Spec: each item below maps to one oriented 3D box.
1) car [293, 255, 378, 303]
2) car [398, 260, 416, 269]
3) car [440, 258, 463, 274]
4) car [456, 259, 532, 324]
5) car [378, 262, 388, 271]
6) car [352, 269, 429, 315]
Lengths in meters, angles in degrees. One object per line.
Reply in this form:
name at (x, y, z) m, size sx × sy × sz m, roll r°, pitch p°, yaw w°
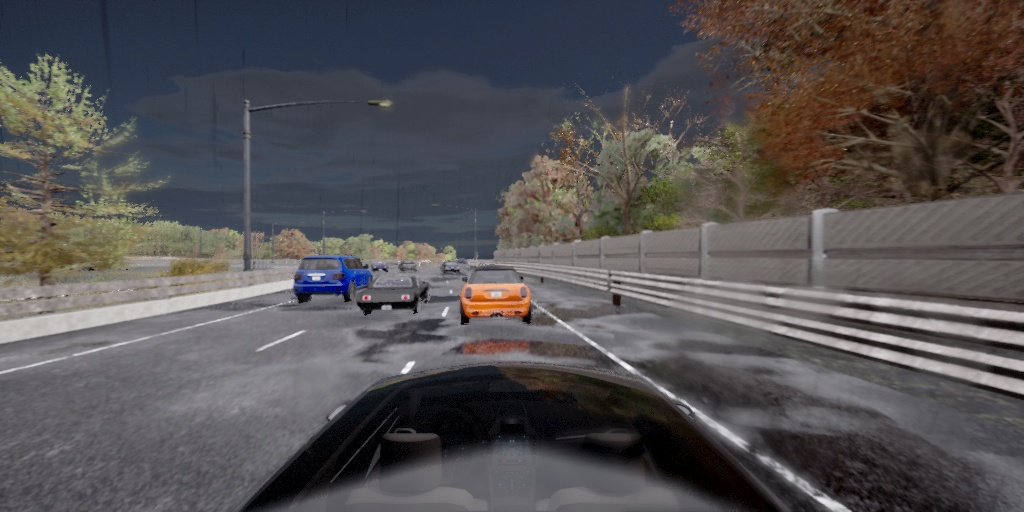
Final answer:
car at (-8.287, 0.997, 17.113) m, size 2.150 × 2.045 × 5.566 m, roll 0°, pitch 0°, yaw -8°
car at (-13.933, 1.280, 47.552) m, size 2.128 × 1.511 × 4.902 m, roll 0°, pitch 0°, yaw -25°
car at (-7.199, 1.313, 41.683) m, size 2.033 × 1.411 × 5.357 m, roll 0°, pitch 0°, yaw -16°
car at (-0.640, 1.102, 12.217) m, size 2.097 × 1.767 × 4.553 m, roll 0°, pitch 0°, yaw -5°
car at (-17.312, 1.402, 46.622) m, size 1.895 × 1.301 × 4.718 m, roll 0°, pitch 0°, yaw -25°
car at (-4.291, 1.363, 13.695) m, size 1.895 × 1.301 × 4.718 m, roll 0°, pitch 0°, yaw -7°
